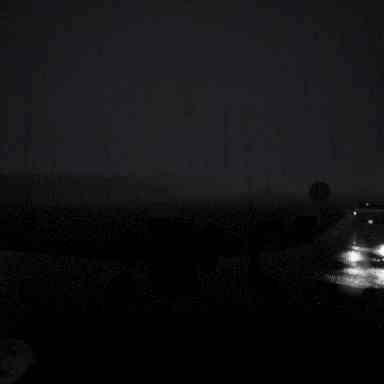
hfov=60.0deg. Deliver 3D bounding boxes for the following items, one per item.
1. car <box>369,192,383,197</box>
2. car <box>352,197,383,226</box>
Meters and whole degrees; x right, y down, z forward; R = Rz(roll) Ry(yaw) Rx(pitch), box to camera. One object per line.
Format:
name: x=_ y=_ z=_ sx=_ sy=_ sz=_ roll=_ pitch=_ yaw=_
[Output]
car: x=15.561 y=0.921 z=27.748 sx=1.812 sy=1.442 sz=4.674 roll=1 pitch=2 yaw=32
car: x=10.347 y=1.181 z=19.073 sx=1.895 sy=1.301 sz=4.718 roll=1 pitch=2 yaw=31
